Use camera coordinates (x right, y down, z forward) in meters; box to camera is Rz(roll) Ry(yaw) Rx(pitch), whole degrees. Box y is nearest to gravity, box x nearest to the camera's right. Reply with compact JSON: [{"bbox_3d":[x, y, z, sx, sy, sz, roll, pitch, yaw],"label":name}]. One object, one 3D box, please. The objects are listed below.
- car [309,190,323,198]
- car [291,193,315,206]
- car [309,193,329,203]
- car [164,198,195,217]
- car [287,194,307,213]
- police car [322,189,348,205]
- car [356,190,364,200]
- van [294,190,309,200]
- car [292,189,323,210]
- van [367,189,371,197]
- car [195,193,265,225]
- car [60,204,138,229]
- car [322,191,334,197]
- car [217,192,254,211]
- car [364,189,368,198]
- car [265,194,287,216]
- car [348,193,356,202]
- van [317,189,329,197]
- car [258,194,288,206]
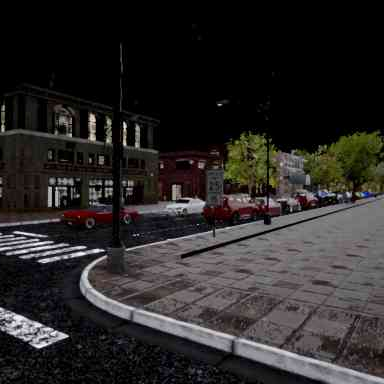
[{"bbox_3d":[27.157,0.465,72.578,1.967,1.590,4.097,1,2,34],"label":"car"},{"bbox_3d":[14.988,0.970,44.754,1.812,1.442,4.674,1,1,35],"label":"car"},{"bbox_3d":[19.997,0.860,52.139,1.812,1.442,4.674,1,1,35],"label":"car"},{"bbox_3d":[-0.400,1.216,27.944,1.812,1.442,4.674,1,1,35],"label":"car"},{"bbox_3d":[8.947,1.195,31.305,2.008,1.369,4.403,1,2,34],"label":"car"},{"bbox_3d":[19.838,0.847,46.376,1.930,1.638,5.238,1,1,35],"label":"police car"},{"bbox_3d":[30.928,0.750,63.277,1.802,1.307,4.206,1,2,34],"label":"car"},{"bbox_3d":[20.877,0.504,63.440,1.690,1.788,3.998,1,2,34],"label":"van"},{"bbox_3d":[12.090,0.892,35.867,2.192,1.841,5.009,1,2,34],"label":"car"},{"bbox_3d":[40.351,0.301,76.974,1.690,1.788,3.998,1,2,34],"label":"van"},{"bbox_3d":[2.669,1.093,22.164,2.192,1.841,5.009,1,1,34],"label":"car"},{"bbox_3d":[-5.583,1.401,20.401,1.895,1.301,4.718,1,1,34],"label":"car"},{"bbox_3d":[33.436,0.437,81.715,2.008,1.369,4.403,1,2,34],"label":"car"},{"bbox_3d":[4.729,0.933,35.389,2.097,1.767,4.553,1,1,35],"label":"car"},{"bbox_3d":[34.165,0.622,67.983,1.752,1.417,4.829,1,2,34],"label":"car"},{"bbox_3d":[5.808,1.152,26.734,1.967,1.590,4.097,1,2,34],"label":"car"},{"bbox_3d":[23.707,0.690,52.040,2.097,1.767,4.553,1,1,35],"label":"car"},{"bbox_3d":[30.298,0.297,77.142,1.690,1.788,3.998,1,2,34],"label":"van"},{"bbox_3d":[10.766,1.000,44.117,2.033,1.411,5.357,1,1,35],"label":"car"}]
